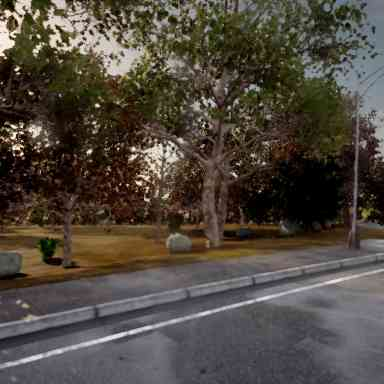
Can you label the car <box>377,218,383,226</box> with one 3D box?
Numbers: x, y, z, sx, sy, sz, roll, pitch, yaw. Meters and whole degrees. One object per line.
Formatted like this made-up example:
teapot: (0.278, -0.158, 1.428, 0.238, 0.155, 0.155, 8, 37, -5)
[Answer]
car: (25.102, 3.632, 41.570, 5.357, 1.411, 2.033, 5, -3, -40)
